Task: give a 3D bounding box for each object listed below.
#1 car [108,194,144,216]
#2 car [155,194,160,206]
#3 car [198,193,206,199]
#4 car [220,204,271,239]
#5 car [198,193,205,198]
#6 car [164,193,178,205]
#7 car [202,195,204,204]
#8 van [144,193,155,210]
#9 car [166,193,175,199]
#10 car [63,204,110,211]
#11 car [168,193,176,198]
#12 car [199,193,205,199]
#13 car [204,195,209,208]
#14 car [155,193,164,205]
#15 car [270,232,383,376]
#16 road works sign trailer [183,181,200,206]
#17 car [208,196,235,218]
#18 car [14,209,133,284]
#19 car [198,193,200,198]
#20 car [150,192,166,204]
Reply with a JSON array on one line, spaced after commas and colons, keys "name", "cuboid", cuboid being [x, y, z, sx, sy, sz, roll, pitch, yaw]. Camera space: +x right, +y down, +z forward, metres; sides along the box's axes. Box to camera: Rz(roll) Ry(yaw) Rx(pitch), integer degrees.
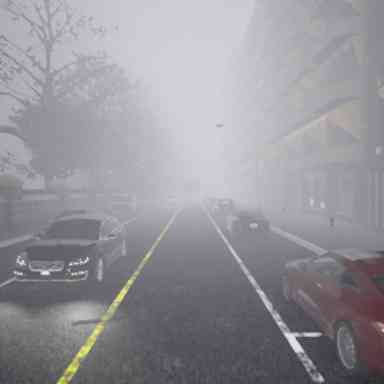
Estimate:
[{"name": "car", "cuboid": [-5.705, 1.155, 27.746, 2.192, 1.841, 5.009, 0, 0, 0]}, {"name": "car", "cuboid": [-5.714, 1.336, 44.638, 1.802, 1.307, 4.206, 0, 0, 0]}, {"name": "car", "cuboid": [2.642, 1.100, 89.686, 1.887, 1.381, 4.507, 0, 0, 0]}, {"name": "car", "cuboid": [2.681, 1.468, 16.493, 1.947, 1.339, 4.313, 0, 0, 0]}, {"name": "car", "cuboid": [2.639, 0.974, 95.315, 1.967, 1.590, 4.097, 0, 0, 0]}, {"name": "car", "cuboid": [-3.106, 1.251, 50.552, 1.812, 1.442, 4.674, 0, 0, 0]}, {"name": "car", "cuboid": [2.666, 1.336, 44.644, 1.802, 1.307, 4.206, 0, 0, 0]}, {"name": "van", "cuboid": [-5.711, 1.123, 39.006, 1.690, 1.788, 3.998, 0, 0, 0]}, {"name": "car", "cuboid": [-5.739, 0.996, 89.681, 1.967, 1.590, 4.097, 0, 0, 0]}, {"name": "car", "cuboid": [-5.699, 1.468, 16.488, 1.947, 1.339, 4.313, 0, 0, 0]}, {"name": "car", "cuboid": [-5.742, 0.974, 95.309, 1.967, 1.590, 4.097, 0, 0, 0]}, {"name": "car", "cuboid": [2.660, 1.266, 55.906, 1.947, 1.339, 4.313, 0, 0, 0]}, {"name": "car", "cuboid": [2.670, 1.306, 39.183, 1.752, 1.417, 4.829, 0, 0, 0]}, {"name": "car", "cuboid": [-5.717, 1.272, 50.269, 1.887, 1.381, 4.507, 0, 0, 0]}, {"name": "car", "cuboid": [2.687, 1.550, 5.232, 1.802, 1.307, 4.206, 0, 0, 0]}, {"name": "road works sign trailer", "cuboid": [-0.025, 0.204, 47.658, 2.380, 3.560, 2.880, 0, 0, 0]}, {"name": "car", "cuboid": [2.675, 1.280, 27.752, 1.967, 1.590, 4.097, 0, 0, 0]}, {"name": "car", "cuboid": [-3.103, 1.448, 9.457, 1.837, 1.490, 4.892, 0, 0, 0]}, {"name": "car", "cuboid": [2.646, 1.122, 84.055, 1.887, 1.381, 4.507, 0, 0, 0]}, {"name": "car", "cuboid": [-5.720, 1.015, 55.900, 2.192, 1.841, 5.009, 0, 0, 0]}]
